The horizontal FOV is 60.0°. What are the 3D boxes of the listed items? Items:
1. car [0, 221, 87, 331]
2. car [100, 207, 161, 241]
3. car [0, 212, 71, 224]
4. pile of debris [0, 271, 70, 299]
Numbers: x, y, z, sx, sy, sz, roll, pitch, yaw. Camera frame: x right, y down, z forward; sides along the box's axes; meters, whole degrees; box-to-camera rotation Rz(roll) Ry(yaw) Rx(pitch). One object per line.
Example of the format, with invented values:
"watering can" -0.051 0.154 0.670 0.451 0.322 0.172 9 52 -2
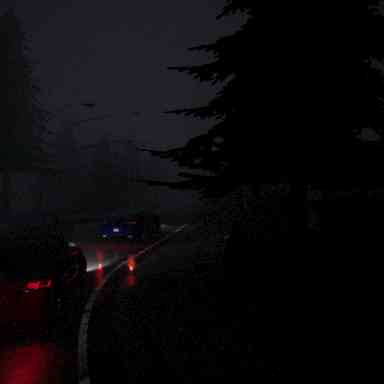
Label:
"car" -3.475 1.568 6.925 1.994 1.385 4.181 0 0 -11
"car" -2.930 1.496 16.816 1.882 1.535 5.008 0 0 8
"car" -6.975 1.567 14.008 2.033 1.411 5.357 0 0 8
"pile of debris" -3.966 2.185 7.973 1.500 0.140 1.860 0 0 -4
